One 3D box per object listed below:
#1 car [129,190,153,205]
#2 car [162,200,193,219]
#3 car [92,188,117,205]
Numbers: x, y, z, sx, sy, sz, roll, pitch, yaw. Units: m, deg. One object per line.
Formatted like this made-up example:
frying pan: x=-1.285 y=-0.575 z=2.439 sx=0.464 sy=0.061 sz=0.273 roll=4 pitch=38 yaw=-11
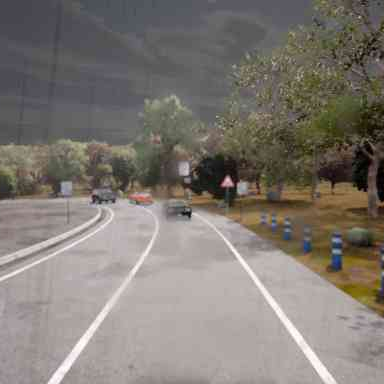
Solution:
car: x=-6.464 y=0.558 z=41.493 sx=2.097 sy=1.767 sz=4.553 roll=-3 pitch=2 yaw=-24
car: x=-1.248 y=1.225 z=25.345 sx=1.895 sy=1.301 sz=4.718 roll=-1 pitch=2 yaw=-10
car: x=-11.901 y=0.537 z=44.647 sx=2.150 sy=2.045 sz=5.566 roll=-4 pitch=2 yaw=-30
